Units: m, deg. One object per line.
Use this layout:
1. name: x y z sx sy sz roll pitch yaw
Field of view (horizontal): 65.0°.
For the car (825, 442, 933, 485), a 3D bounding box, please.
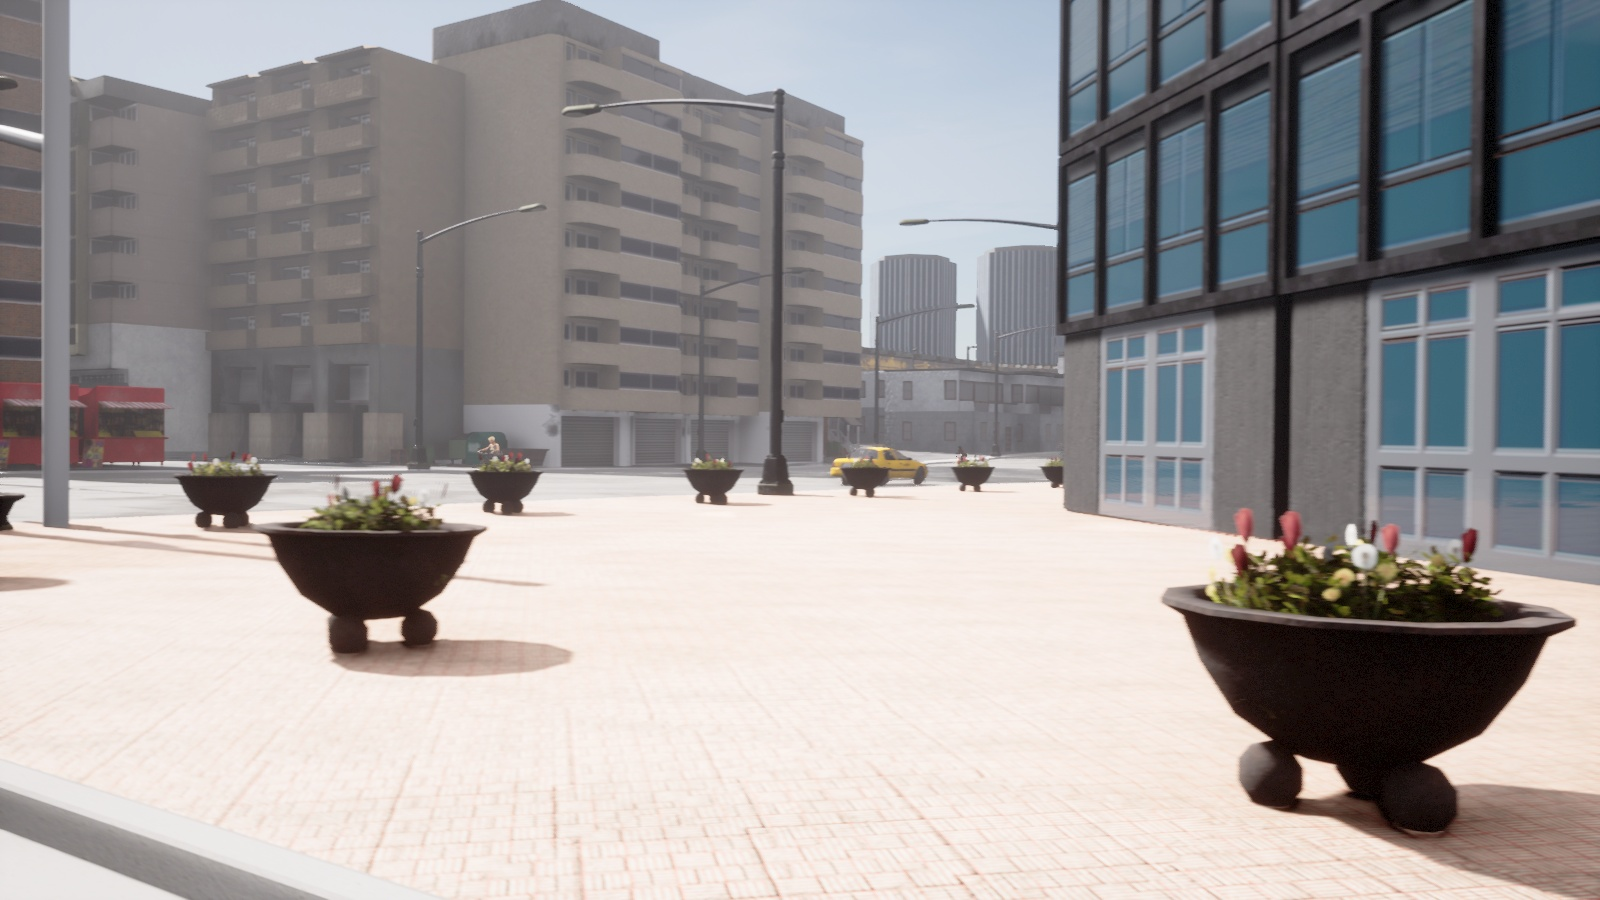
1. car: 3.163 0.491 48.964 1.801 1.575 5.366 0 0 33
